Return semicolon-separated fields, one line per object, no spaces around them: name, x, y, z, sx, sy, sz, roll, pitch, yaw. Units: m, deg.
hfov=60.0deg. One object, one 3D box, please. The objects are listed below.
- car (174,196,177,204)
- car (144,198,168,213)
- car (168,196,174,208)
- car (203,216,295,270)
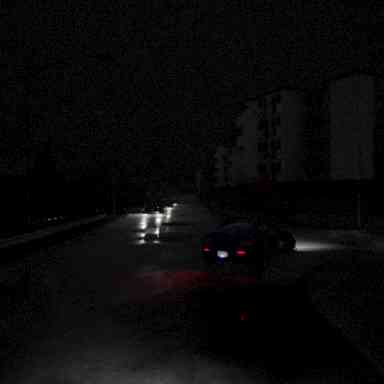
car;-3.978;1.520;66.382;1.882;1.535;5.008;0;0;0
car;-4.080;1.529;36.719;1.837;1.490;4.892;0;0;0
car;-4.058;1.557;49.199;1.812;1.442;4.674;0;0;0
car;1.990;1.533;11.149;1.812;1.442;4.674;-1;0;30
